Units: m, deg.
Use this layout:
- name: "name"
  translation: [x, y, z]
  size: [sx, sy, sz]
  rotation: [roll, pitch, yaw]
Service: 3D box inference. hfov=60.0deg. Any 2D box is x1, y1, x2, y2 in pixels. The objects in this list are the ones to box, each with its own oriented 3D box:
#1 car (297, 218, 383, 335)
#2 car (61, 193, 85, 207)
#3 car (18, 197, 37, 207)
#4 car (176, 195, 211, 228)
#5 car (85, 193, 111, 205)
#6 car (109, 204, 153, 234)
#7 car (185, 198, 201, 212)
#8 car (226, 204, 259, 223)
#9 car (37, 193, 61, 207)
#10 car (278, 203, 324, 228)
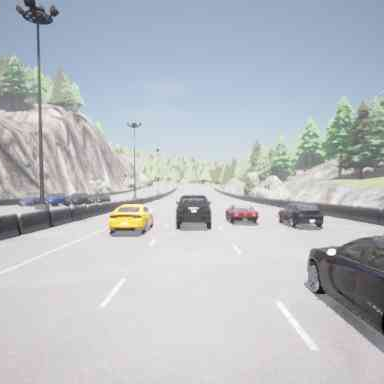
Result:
- name: "car"
  translation: [3.599, 1.470, 5.694]
  size: [1.882, 1.535, 5.008]
  rotation: [0, 0, 0]
- name: "car"
  translation: [-17.504, 1.143, 51.004]
  size: [2.150, 2.045, 5.566]
  rotation: [0, 0, 0]
- name: "car"
  translation: [-24.507, 1.463, 50.588]
  size: [1.812, 1.442, 4.674]
  rotation: [0, 0, 0]
- name: "car"
  translation: [0.099, 1.194, 21.985]
  size: [2.150, 2.045, 5.566]
  rotation: [0, 0, 0]
- name: "car"
  translation: [-14.005, 1.148, 50.918]
  size: [2.150, 2.045, 5.566]
  rotation: [0, 0, 0]
- name: "car"
  translation: [-3.401, 1.454, 19.244]
  size: [1.882, 1.535, 5.008]
  rotation: [0, 0, 0]
- name: "car"
  translation: [0.100, 1.456, 39.160]
  size: [1.837, 1.490, 4.892]
  rotation: [0, 0, 0]
- name: "car"
  translation: [3.598, 1.570, 24.792]
  size: [1.895, 1.301, 4.718]
  rotation: [0, 0, 0]
- name: "car"
  translation: [-21.006, 1.155, 50.798]
  size: [2.150, 2.045, 5.566]
  rotation: [0, 0, 0]
- name: "car"
  translation: [7.099, 1.476, 22.062]
  size: [1.837, 1.490, 4.892]
  rotation: [0, 0, 0]
